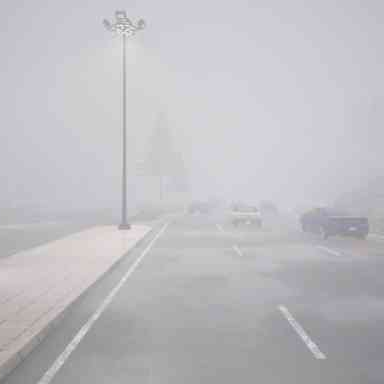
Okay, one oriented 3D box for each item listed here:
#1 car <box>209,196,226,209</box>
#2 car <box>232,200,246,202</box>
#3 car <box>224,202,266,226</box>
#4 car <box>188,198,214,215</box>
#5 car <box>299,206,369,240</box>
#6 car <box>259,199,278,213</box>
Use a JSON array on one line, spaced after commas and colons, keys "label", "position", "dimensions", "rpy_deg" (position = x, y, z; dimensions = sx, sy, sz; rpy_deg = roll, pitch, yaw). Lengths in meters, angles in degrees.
[{"label": "car", "position": [3.282, 1.352, 44.374], "dimensions": [2.097, 1.767, 4.553], "rpy_deg": [0, 0, 16]}, {"label": "car", "position": [5.687, 1.601, 40.099], "dimensions": [1.895, 1.301, 4.718], "rpy_deg": [0, 0, 15]}, {"label": "car", "position": [3.631, 1.601, 23.512], "dimensions": [1.895, 1.301, 4.718], "rpy_deg": [0, 0, 1]}, {"label": "car", "position": [0.862, 1.601, 34.366], "dimensions": [1.895, 1.301, 4.718], "rpy_deg": [0, 0, 8]}, {"label": "car", "position": [7.098, 1.477, 17.159], "dimensions": [1.882, 1.535, 5.008], "rpy_deg": [0, 0, 0]}, {"label": "car", "position": [8.517, 1.526, 37.100], "dimensions": [1.812, 1.442, 4.674], "rpy_deg": [0, 0, 13]}]
